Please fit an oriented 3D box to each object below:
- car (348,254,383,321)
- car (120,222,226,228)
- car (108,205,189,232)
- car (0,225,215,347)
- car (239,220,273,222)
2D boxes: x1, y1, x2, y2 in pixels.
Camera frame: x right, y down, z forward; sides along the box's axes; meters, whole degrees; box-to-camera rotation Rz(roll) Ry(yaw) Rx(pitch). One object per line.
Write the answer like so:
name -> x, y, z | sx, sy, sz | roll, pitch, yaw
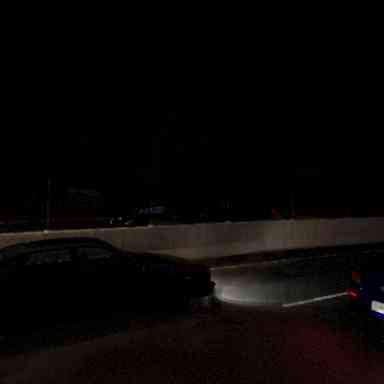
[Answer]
car -> 4.873, 1.585, 6.064 | 4.674, 1.442, 1.812 | 0, -1, -28
car -> -0.702, 1.717, 15.239 | 4.718, 1.301, 1.895 | 0, -1, -27
car -> -2.869, 1.654, 21.945 | 4.902, 1.511, 2.128 | 0, -1, -26
car -> -2.200, 1.590, 6.187 | 5.357, 1.411, 2.033 | 0, -1, -31
car -> 2.605, 1.389, 20.785 | 5.566, 2.045, 2.150 | 0, -1, -24
